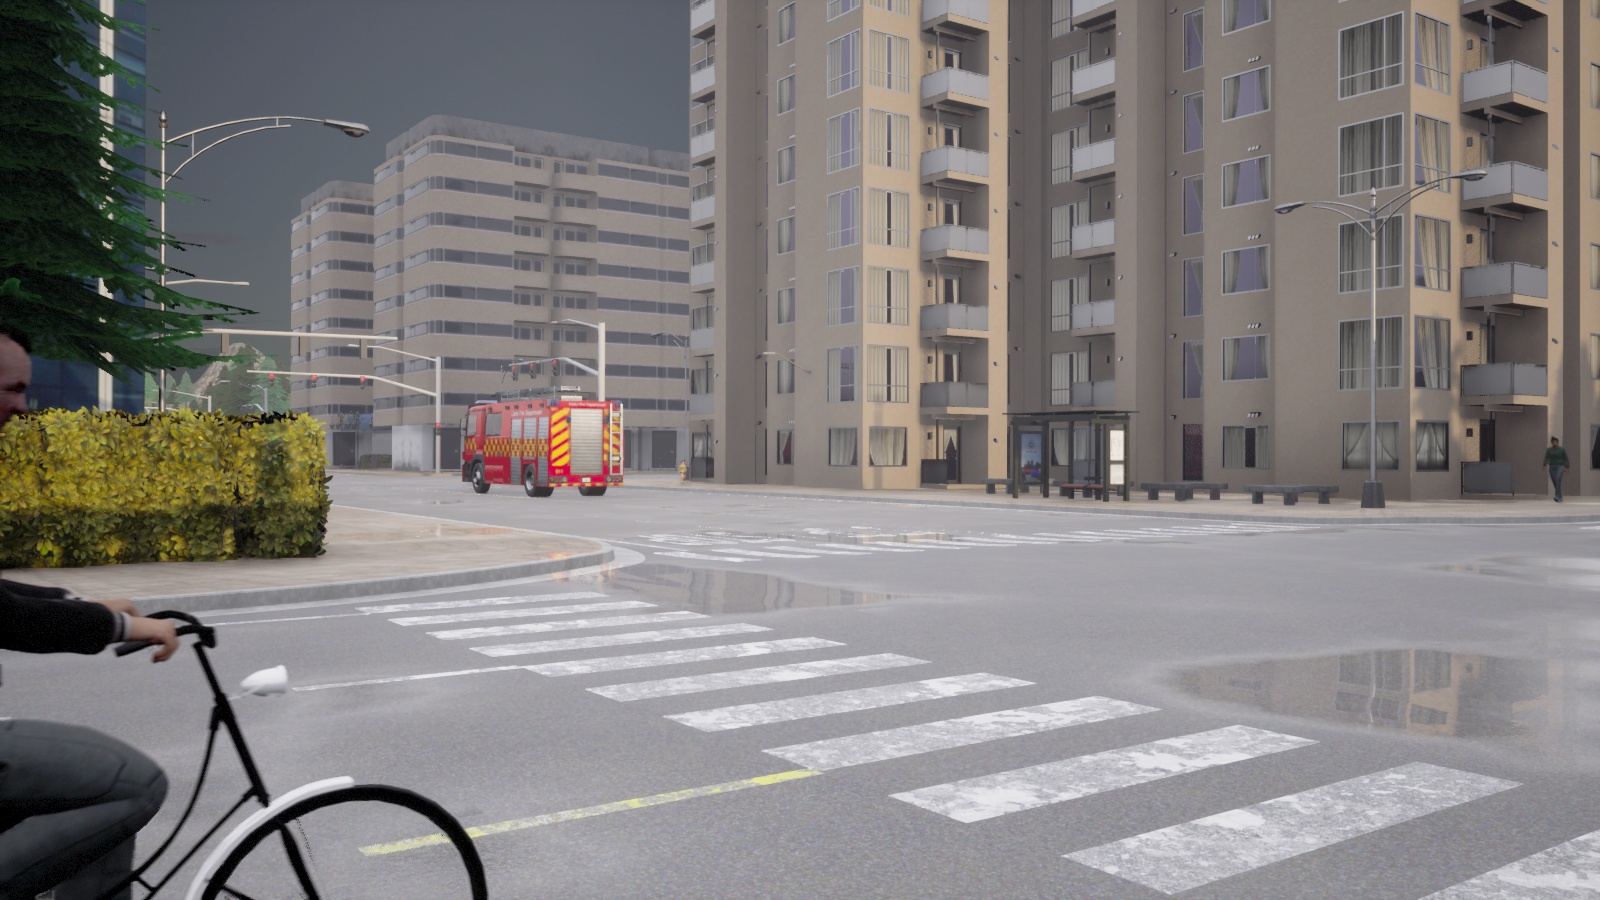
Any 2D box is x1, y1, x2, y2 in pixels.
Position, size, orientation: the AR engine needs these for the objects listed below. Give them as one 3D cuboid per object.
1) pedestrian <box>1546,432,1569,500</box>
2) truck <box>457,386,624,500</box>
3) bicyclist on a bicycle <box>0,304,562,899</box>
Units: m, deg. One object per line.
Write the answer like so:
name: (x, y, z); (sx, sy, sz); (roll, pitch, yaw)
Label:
pedestrian: (20.768, 0.439, 34.443); (0.614, 1.847, 0.353); (0, 0, -40)
truck: (-9.774, -0.230, 46.430); (2.891, 3.827, 8.468); (0, 0, -35)
bicyclist on a bicycle: (-1.494, 0.625, 2.636); (1.843, 1.776, 0.659); (0, 0, -35)
